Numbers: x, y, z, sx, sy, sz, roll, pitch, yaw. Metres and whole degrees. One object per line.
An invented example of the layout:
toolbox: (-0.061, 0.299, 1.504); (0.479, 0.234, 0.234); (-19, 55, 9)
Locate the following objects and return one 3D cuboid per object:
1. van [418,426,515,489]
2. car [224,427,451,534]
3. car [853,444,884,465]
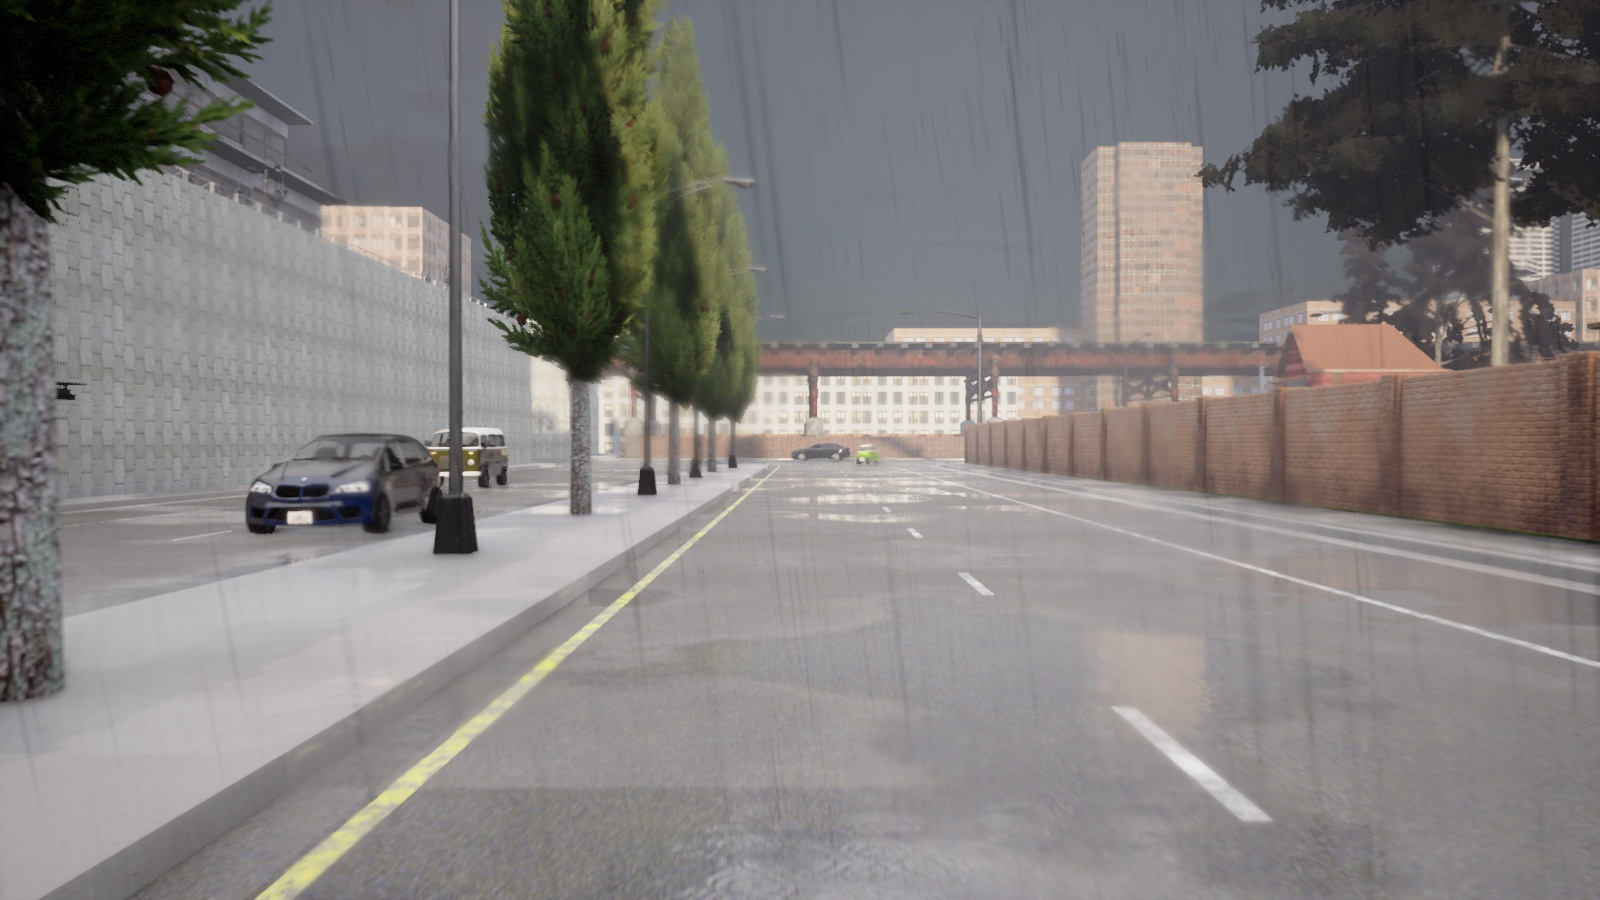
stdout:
van: (-11.242, 0.220, 42.655); (2.069, 2.038, 4.480); (0, 0, 0)
car: (-7.860, 0.461, 21.899); (2.242, 1.667, 4.611); (0, 0, 0)
car: (4.764, 0.313, 87.267); (1.481, 1.376, 2.207); (-1, 0, 22)
